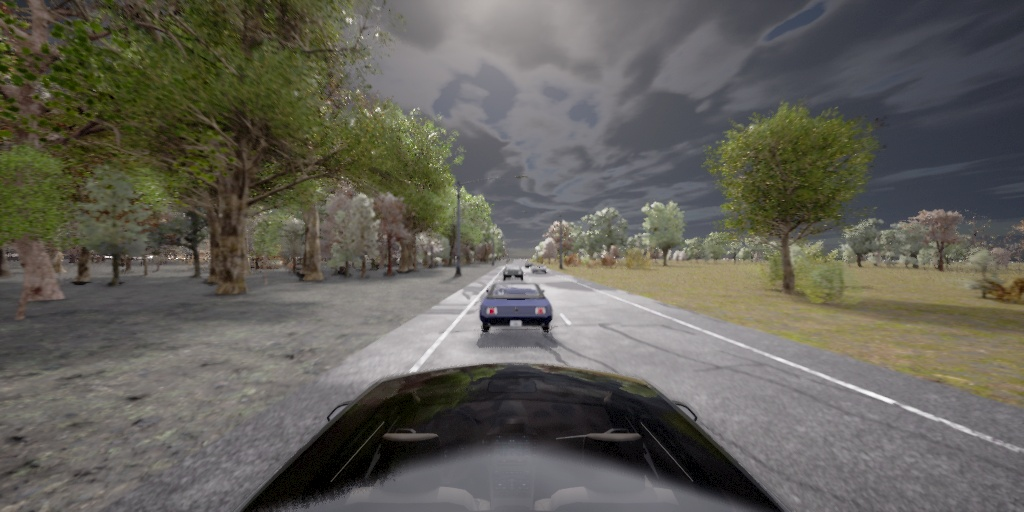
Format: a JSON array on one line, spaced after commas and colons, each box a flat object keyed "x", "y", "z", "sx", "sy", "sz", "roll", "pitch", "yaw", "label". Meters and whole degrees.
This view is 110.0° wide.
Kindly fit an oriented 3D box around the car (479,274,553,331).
[{"x": 0.102, "y": 1.413, "z": 11.164, "sx": 1.895, "sy": 1.301, "sz": 4.718, "roll": 0, "pitch": 0, "yaw": 0, "label": "car"}]

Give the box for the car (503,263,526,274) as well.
[{"x": 0.105, "y": 1.564, "z": 33.911, "sx": 1.895, "sy": 1.301, "sz": 4.718, "roll": 0, "pitch": 0, "yaw": 0, "label": "car"}]

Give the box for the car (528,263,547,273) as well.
[{"x": 3.612, "y": 1.666, "z": 49.249, "sx": 1.895, "sy": 1.301, "sz": 4.718, "roll": 0, "pitch": 0, "yaw": 0, "label": "car"}]
